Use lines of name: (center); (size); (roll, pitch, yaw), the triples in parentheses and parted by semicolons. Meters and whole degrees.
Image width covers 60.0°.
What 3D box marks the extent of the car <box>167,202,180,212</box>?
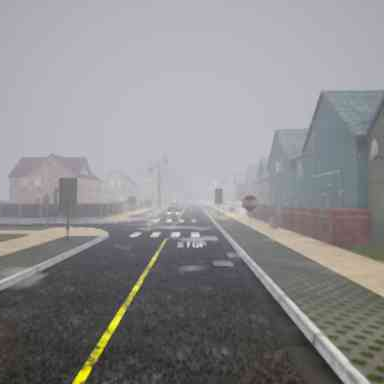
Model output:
car: (-2.753, 2.265, 50.315); (2.033, 1.411, 5.357); (0, -1, 0)
